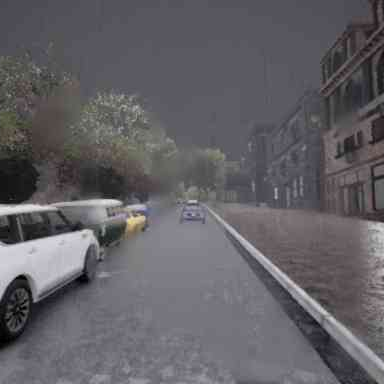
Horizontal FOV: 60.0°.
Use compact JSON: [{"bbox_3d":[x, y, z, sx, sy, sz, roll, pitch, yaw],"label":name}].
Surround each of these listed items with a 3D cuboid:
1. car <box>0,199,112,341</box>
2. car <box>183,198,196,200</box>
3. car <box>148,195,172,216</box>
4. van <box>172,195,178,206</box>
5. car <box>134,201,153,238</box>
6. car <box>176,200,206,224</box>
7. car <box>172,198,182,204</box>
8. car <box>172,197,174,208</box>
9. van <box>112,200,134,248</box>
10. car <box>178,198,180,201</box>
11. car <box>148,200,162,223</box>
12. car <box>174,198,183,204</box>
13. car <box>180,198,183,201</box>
[{"bbox_3d":[-3.656,1.244,6.684,2.435,2.045,5.566,0,0,2],"label":"car"},{"bbox_3d":[0.084,1.650,42.529,1.812,1.442,4.674,0,0,0],"label":"car"},{"bbox_3d":[-3.668,1.452,34.475,2.185,1.767,4.553,0,0,2],"label":"car"},{"bbox_3d":[-3.669,1.408,51.336,1.878,1.987,4.442,0,0,2],"label":"van"},{"bbox_3d":[-3.653,1.522,17.980,1.946,1.575,5.366,0,0,2],"label":"car"},{"bbox_3d":[0.090,1.615,25.307,2.033,1.411,5.357,0,0,0],"label":"car"},{"bbox_3d":[-3.669,2.312,84.596,2.097,1.535,5.008,1,-2,2],"label":"car"},{"bbox_3d":[-3.668,1.636,40.074,2.002,1.452,4.674,0,0,2],"label":"car"},{"bbox_3d":[-3.654,1.284,12.343,1.878,1.987,4.442,0,0,2],"label":"van"},{"bbox_3d":[-3.676,1.526,56.758,2.185,1.767,4.553,0,0,2],"label":"car"},{"bbox_3d":[-3.662,1.541,23.360,2.097,1.535,5.008,0,0,2],"label":"car"},{"bbox_3d":[-3.678,2.481,90.155,2.097,1.535,5.008,0,-1,2],"label":"car"},{"bbox_3d":[-3.663,2.004,73.491,2.163,1.488,4.792,1,-2,2],"label":"car"}]
